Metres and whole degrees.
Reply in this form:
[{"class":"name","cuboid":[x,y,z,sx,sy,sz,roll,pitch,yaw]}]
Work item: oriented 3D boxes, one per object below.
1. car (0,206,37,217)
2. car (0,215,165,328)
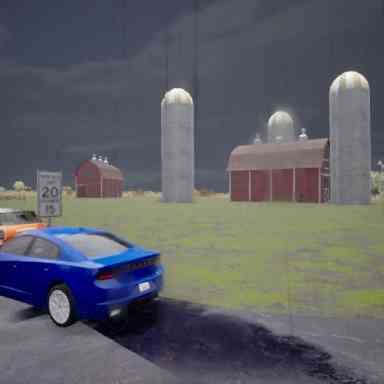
[{"class":"car","cuboid":[-7.152,1.374,12.009,4.553,1.767,2.097,0,0,33]},{"class":"car","cuboid":[-2.898,1.480,7.063,5.008,1.535,1.882,0,0,33]}]
